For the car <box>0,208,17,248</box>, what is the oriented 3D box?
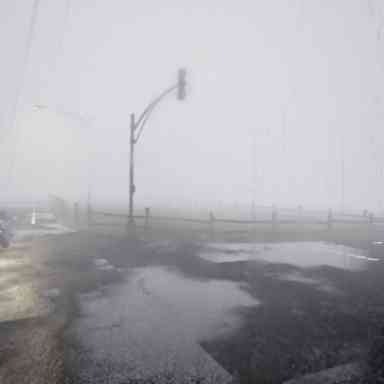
[{"bbox_3d":[-8.250,1.352,13.375,2.033,1.411,5.357,1,0,-25],"label":"car"}]
